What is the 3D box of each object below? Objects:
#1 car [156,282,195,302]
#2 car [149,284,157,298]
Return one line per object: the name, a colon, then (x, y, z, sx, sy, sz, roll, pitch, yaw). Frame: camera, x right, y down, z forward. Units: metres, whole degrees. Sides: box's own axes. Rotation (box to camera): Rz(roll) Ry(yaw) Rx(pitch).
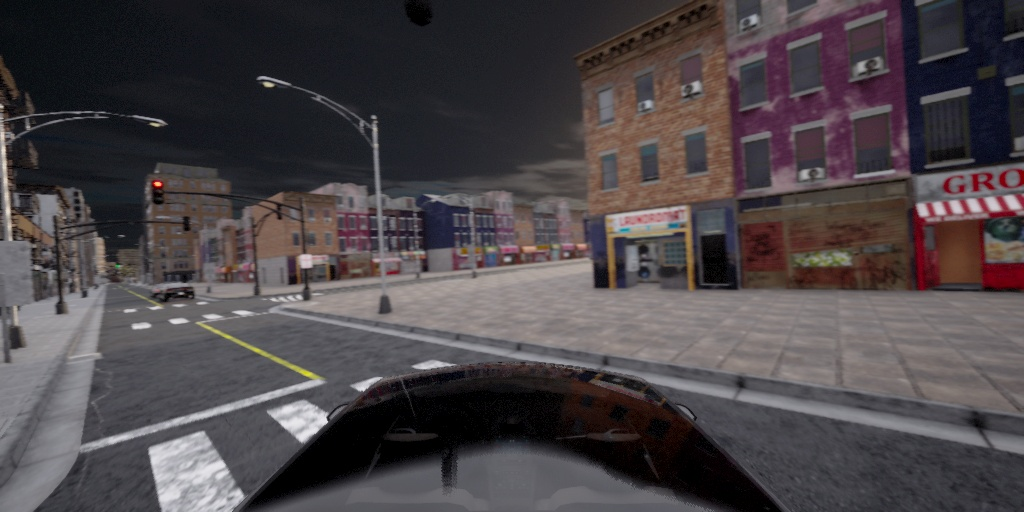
car: (-28.777, 3.009, 30.793, 5.008, 1.535, 1.882, -4, 0, 42)
car: (-36.883, 3.585, 37.943, 5.357, 1.411, 2.033, -4, 0, 42)
